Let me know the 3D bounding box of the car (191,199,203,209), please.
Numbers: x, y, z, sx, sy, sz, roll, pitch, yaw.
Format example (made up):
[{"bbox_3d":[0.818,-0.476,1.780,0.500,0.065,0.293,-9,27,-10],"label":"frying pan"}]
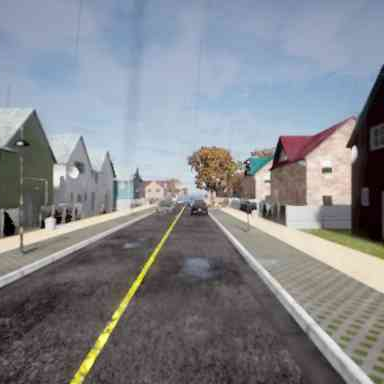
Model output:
[{"bbox_3d":[0.812,1.895,53.387,1.837,1.490,4.892,0,-1,0],"label":"car"}]

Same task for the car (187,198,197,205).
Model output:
[{"bbox_3d":[-0.016,2.016,72.441,2.033,1.411,5.357,0,-1,0],"label":"car"}]

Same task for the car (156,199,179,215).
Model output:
[{"bbox_3d":[-2.848,1.598,37.389,2.097,1.767,4.553,0,-1,0],"label":"car"}]

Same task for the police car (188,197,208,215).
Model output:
[{"bbox_3d":[0.816,1.672,37.498,1.930,1.638,5.238,0,-1,0],"label":"police car"}]

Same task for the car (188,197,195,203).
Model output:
[{"bbox_3d":[-0.021,2.232,92.298,1.882,1.535,5.008,0,-1,0],"label":"car"}]

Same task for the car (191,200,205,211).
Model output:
[{"bbox_3d":[0.814,1.862,47.387,1.812,1.442,4.674,0,-1,0],"label":"car"}]
